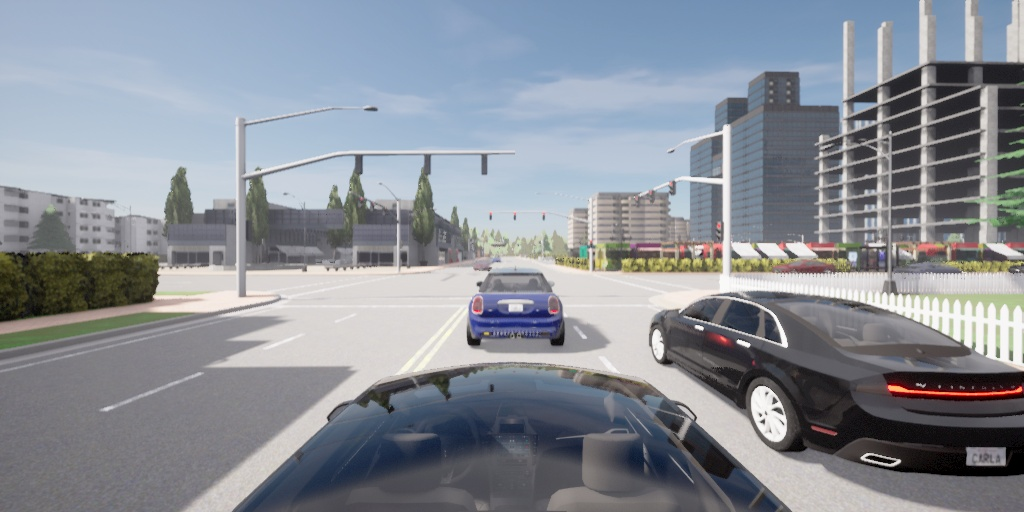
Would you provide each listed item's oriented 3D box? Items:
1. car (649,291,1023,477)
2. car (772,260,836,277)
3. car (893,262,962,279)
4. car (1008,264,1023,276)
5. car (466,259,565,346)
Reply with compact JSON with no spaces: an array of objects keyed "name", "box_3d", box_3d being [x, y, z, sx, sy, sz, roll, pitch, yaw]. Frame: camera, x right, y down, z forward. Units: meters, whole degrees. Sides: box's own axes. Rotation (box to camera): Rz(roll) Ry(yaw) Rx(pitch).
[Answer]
[{"name":"car","box_3d":[3.562,1.242,5.103,1.837,1.490,4.892,0,0,0]},{"name":"car","box_3d":[26.362,1.108,32.477,5.008,1.535,1.882,0,0,-1]},{"name":"car","box_3d":[33.697,1.207,29.156,4.181,1.385,1.994,0,0,-1]},{"name":"car","box_3d":[48.930,1.106,32.964,5.008,1.535,1.882,0,0,-1]},{"name":"car","box_3d":[0.084,1.072,9.463,2.097,1.767,4.553,0,0,0]}]
